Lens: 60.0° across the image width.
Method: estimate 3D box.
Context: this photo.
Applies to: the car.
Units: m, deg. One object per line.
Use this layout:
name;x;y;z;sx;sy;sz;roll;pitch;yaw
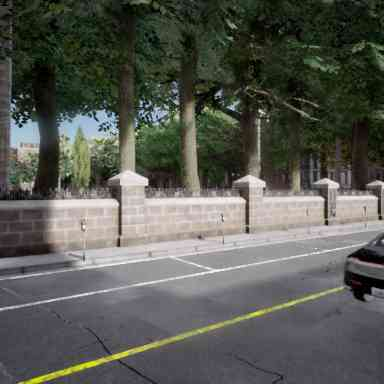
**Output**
car;5.134;1.487;6.974;4.902;1.511;2.128;0;0;-36
